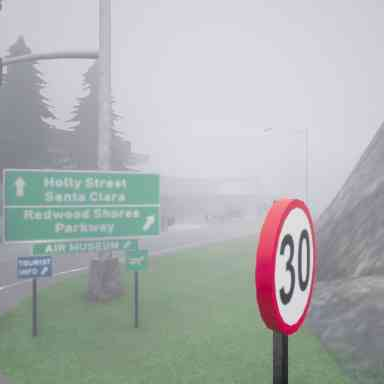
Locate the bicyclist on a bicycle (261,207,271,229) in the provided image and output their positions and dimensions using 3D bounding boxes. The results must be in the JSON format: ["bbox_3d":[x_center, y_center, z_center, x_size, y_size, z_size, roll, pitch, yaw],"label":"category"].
[{"bbox_3d":[4.641,1.643,18.728,1.656,1.620,0.582,0,0,36],"label":"bicyclist on a bicycle"}]

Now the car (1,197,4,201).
[{"bbox_3d":[-12.297,1.505,26.109,1.905,1.878,3.866,0,0,35],"label":"car"}]

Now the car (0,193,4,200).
[{"bbox_3d":[-38.345,1.489,70.143,4.514,1.523,2.007,0,0,35],"label":"car"}]

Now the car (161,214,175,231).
[{"bbox_3d":[-3.176,1.792,20.067,1.895,1.301,4.718,0,0,36],"label":"car"}]

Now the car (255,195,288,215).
[{"bbox_3d":[8.995,1.413,36.662,2.150,2.045,5.566,0,0,36],"label":"car"}]

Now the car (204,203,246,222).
[{"bbox_3d":[2.871,1.683,28.321,2.128,1.511,4.902,0,0,36],"label":"car"}]
